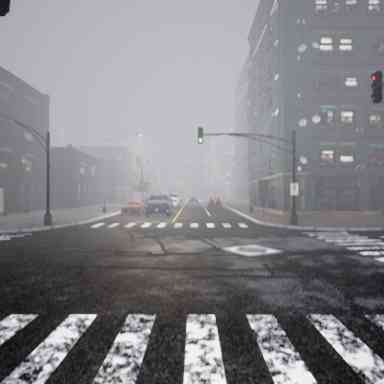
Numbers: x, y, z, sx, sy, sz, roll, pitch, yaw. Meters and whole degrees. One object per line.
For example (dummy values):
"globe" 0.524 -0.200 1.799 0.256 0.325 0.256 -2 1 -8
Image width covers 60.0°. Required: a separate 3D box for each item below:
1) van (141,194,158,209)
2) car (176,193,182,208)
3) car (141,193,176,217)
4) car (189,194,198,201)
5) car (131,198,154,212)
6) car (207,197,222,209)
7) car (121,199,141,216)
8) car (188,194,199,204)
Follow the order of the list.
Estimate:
"van" -5.480 1.244 43.388 1.690 1.788 3.998 1 0 0
"car" -2.877 1.116 45.044 2.150 2.045 5.566 0 1 1
"car" -2.954 1.153 30.566 2.150 2.045 5.566 0 0 0
"car" 0.309 1.177 70.090 1.837 1.490 4.892 0 0 0
"car" -5.510 1.460 37.701 1.887 1.381 4.507 1 0 0
"car" 2.897 1.343 43.412 1.967 1.590 4.097 1 0 0
"car" -5.611 1.473 32.020 1.887 1.381 4.507 1 0 0
"car" 0.266 1.391 60.081 1.812 1.442 4.674 0 0 0
